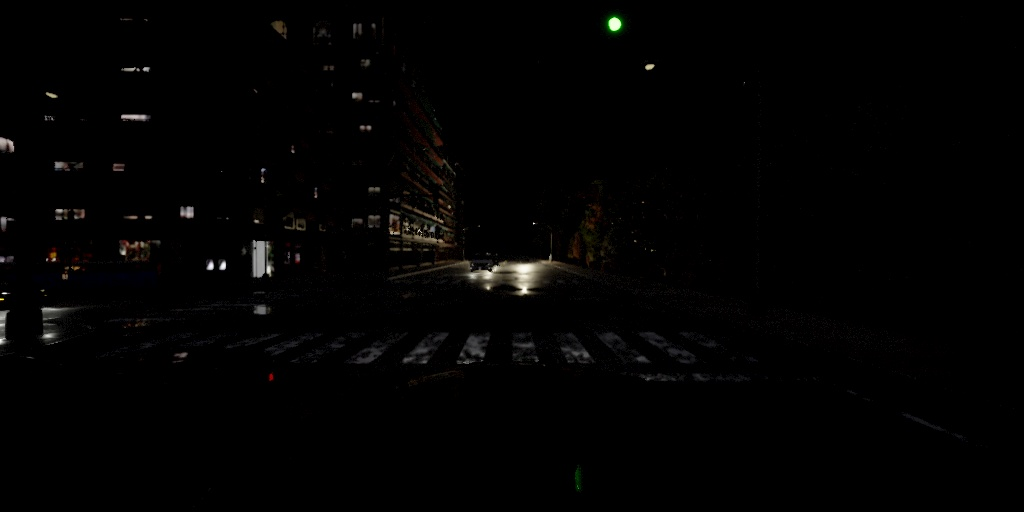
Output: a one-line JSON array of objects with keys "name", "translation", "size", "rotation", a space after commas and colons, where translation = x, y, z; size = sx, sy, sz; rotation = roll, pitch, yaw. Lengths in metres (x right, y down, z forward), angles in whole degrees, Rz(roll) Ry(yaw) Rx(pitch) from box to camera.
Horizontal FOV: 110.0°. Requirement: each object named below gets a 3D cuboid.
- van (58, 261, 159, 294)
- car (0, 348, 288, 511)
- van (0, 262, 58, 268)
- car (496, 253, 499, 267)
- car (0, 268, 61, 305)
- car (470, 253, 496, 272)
[{"name": "van", "translation": [-22.673, 1.172, 20.432], "size": [3.998, 1.789, 1.690], "rotation": [0, 0, -1]}, {"name": "car", "translation": [-3.256, 1.301, 1.340], "size": [2.033, 1.411, 5.357], "rotation": [0, 1, 0]}, {"name": "van", "translation": [-28.275, 1.246, 20.370], "size": [3.998, 1.789, 1.690], "rotation": [0, 0, -1]}, {"name": "car", "translation": [-3.120, 0.595, 53.528], "size": [2.150, 2.045, 5.566], "rotation": [0, 2, 0]}, {"name": "car", "translation": [-22.188, 1.408, 14.639], "size": [4.892, 1.490, 1.837], "rotation": [-1, 1, -1]}, {"name": "car", "translation": [-3.158, 0.734, 38.247], "size": [2.150, 2.045, 5.566], "rotation": [0, 2, 0]}]
